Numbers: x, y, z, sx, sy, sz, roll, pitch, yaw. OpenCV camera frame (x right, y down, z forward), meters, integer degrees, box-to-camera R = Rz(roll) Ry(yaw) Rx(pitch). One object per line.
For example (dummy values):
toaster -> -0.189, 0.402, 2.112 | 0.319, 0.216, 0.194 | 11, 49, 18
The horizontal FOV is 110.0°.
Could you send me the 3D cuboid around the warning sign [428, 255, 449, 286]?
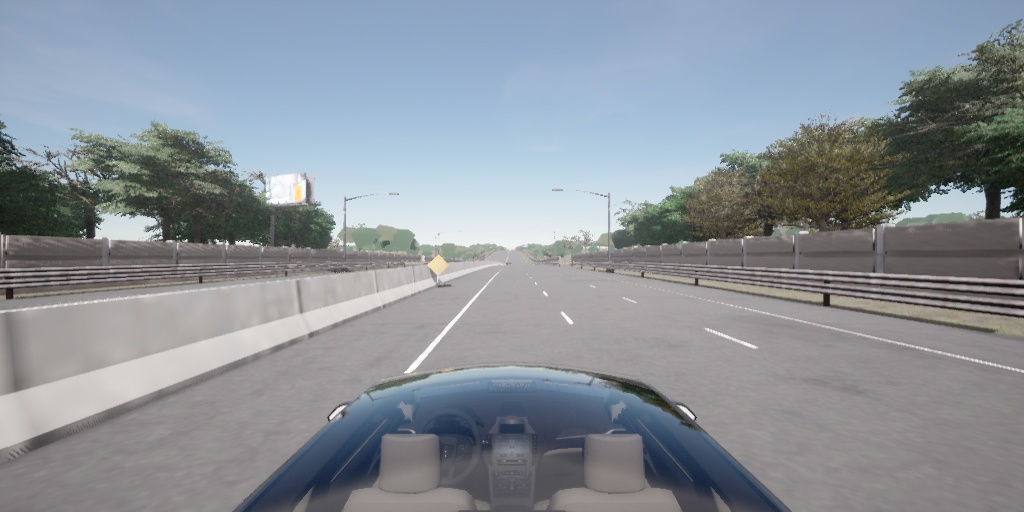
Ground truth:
warning sign -> -4.550, 0.855, 22.006 | 1.300, 1.860, 1.060 | 0, 0, 0
